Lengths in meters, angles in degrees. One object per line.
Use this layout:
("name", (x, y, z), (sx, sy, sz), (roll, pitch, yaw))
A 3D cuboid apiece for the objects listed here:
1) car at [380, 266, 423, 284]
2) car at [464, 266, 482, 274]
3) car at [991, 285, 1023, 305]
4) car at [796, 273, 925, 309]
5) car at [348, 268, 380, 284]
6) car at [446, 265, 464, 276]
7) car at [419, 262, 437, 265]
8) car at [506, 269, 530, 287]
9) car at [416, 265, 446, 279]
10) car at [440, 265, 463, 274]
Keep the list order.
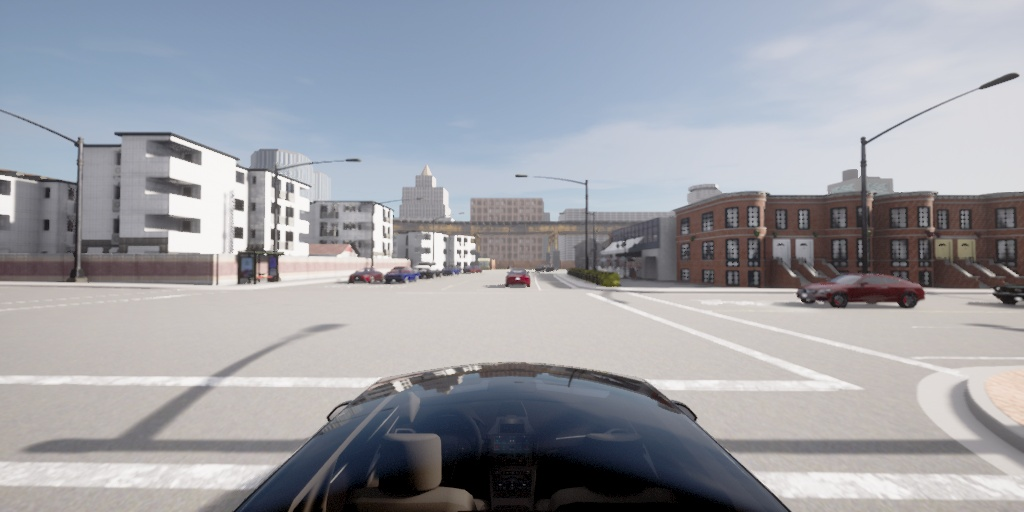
("car", (-10.048, 1.851, 32.976), (1.895, 1.301, 4.718), (0, -1, 3))
("car", (-6.712, 2.340, 61.448), (1.994, 1.385, 4.181), (0, -1, 22))
("car", (24.411, 1.578, 15.670), (4.718, 1.301, 1.895), (0, -1, 2))
("car", (15.324, 1.495, 15.878), (4.674, 1.442, 1.812), (0, -1, 1))
("car", (-13.533, 1.819, 33.466), (1.994, 1.385, 4.181), (0, -1, 2))
("car", (-8.839, 2.194, 51.577), (1.895, 1.301, 4.718), (0, -1, 6))
("car", (-12.336, 1.813, 51.756), (2.150, 2.045, 5.566), (0, -1, 6))
("car", (0.527, 1.771, 29.874), (1.994, 1.385, 4.181), (0, -1, 2))
("car", (-9.559, 2.020, 42.132), (1.895, 1.301, 4.718), (0, -1, 4))
("car", (-10.348, 2.281, 61.690), (1.837, 1.490, 4.892), (0, -1, 18))
